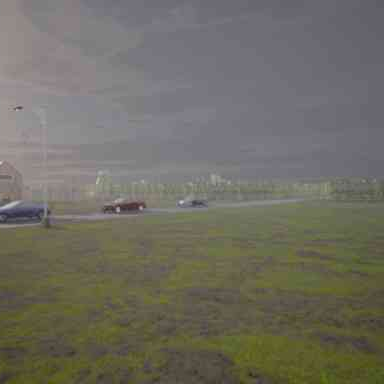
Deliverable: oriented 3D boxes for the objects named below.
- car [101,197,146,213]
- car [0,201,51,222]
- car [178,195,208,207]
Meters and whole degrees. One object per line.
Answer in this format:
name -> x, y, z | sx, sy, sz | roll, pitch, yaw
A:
car -> -6.838, 1.263, 33.587 | 1.882, 1.535, 5.008 | 0, 0, 37
car -> -13.068, 1.405, 25.185 | 1.812, 1.442, 4.674 | 0, 0, 36
car -> 0.168, 1.174, 42.955 | 2.128, 1.511, 4.902 | 0, 0, 37
